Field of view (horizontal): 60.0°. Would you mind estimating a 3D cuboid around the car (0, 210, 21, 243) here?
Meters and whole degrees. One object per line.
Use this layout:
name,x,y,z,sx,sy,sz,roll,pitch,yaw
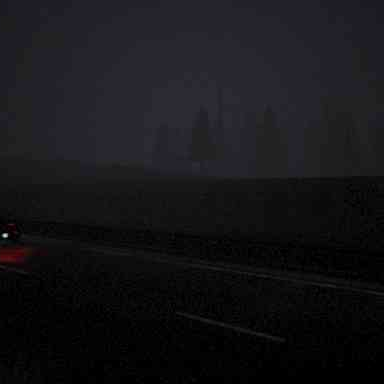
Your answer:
car,-9.723,1.544,15.220,4.892,1.490,1.837,0,0,36
